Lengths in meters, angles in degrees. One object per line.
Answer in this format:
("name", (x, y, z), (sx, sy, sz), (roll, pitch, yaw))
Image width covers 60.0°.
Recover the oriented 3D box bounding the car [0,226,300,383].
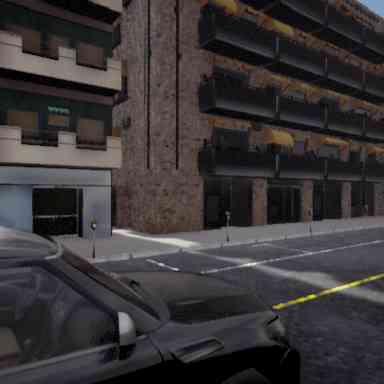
("car", (-1.680, 1.230, 2.235), (5.566, 2.045, 2.150), (0, 0, -36))
